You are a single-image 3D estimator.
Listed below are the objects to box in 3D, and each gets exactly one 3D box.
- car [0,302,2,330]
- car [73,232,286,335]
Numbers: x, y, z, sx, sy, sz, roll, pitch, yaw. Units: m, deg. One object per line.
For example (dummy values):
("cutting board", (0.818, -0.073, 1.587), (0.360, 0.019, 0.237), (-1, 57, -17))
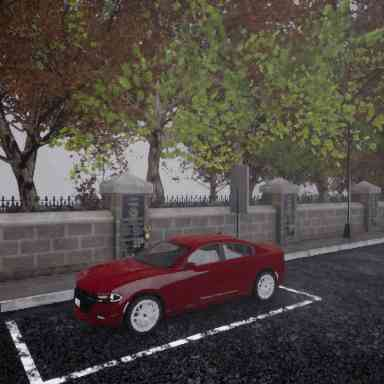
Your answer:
("car", (-4.504, 1.551, 3.439), (4.403, 1.369, 2.008), (0, 0, -36))
("car", (-0.027, 1.545, 6.702), (4.507, 1.381, 1.887), (0, 0, -36))
